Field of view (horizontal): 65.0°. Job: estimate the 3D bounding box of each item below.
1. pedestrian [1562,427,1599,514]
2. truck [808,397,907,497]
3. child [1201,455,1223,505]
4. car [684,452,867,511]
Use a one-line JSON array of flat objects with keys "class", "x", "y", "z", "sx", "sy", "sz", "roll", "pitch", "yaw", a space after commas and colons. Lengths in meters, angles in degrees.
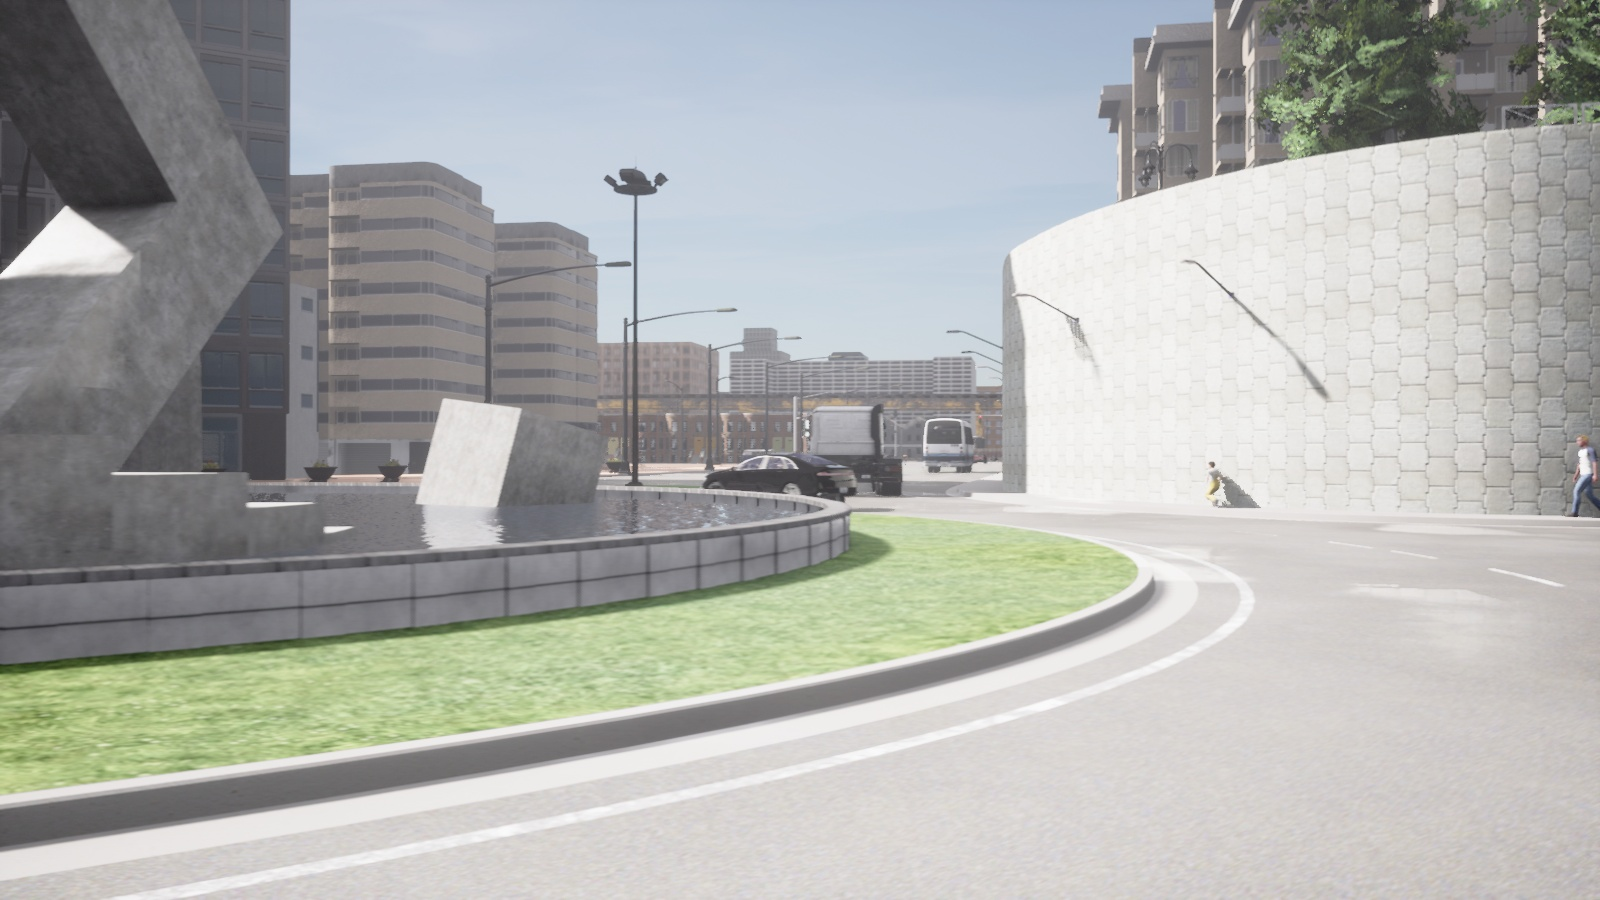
[{"class": "pedestrian", "x": 16.644, "y": 0.438, "z": 26.690, "sx": 0.706, "sy": 1.836, "sz": 0.354, "roll": 0, "pitch": 0, "yaw": 15}, {"class": "truck", "x": 2.010, "y": -0.100, "z": 47.481, "sx": 2.891, "sy": 3.462, "sz": 7.936, "roll": 0, "pitch": 0, "yaw": -4}, {"class": "child", "x": 10.374, "y": 0.749, "z": 31.635, "sx": 0.270, "sy": 1.263, "sz": 0.437, "roll": 0, "pitch": 0, "yaw": -31}, {"class": "car", "x": -0.742, "y": 0.806, "z": 34.557, "sx": 4.902, "sy": 1.511, "sz": 2.128, "roll": 0, "pitch": 0, "yaw": 42}]
